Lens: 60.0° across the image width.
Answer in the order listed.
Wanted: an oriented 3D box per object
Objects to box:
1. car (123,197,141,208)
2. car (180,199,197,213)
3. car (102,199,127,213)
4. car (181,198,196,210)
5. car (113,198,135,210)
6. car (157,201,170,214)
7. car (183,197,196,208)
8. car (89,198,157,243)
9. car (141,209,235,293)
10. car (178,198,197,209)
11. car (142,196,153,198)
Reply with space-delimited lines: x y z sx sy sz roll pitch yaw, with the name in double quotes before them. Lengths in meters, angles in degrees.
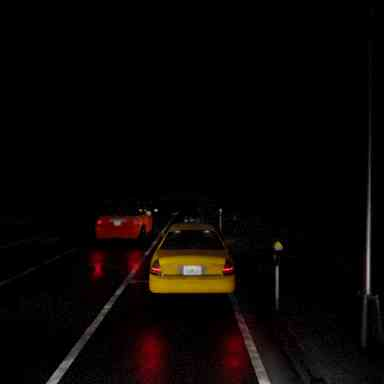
"car" -8.919 1.549 49.600 1.887 1.381 4.507 -1 0 0
"car" -0.393 1.546 38.589 1.887 1.381 4.507 -1 0 0
"car" -8.918 1.567 38.589 1.947 1.339 4.313 -1 0 0
"car" -0.393 1.548 44.094 1.887 1.381 4.507 -1 0 0
"car" -8.918 1.554 44.095 2.008 1.369 4.403 -1 0 0
"car" -3.130 1.563 31.239 1.994 1.385 4.181 0 0 1
"car" -0.394 1.550 49.600 1.887 1.381 4.507 -1 0 0
"car" -3.127 1.349 16.136 2.097 1.767 4.553 0 0 0
"car" 0.005 1.455 8.841 1.801 1.575 5.366 0 0 0
"car" -0.393 1.565 33.084 1.947 1.339 4.313 -1 0 0
"car" -6.165 1.354 45.350 2.097 1.767 4.553 0 0 0
